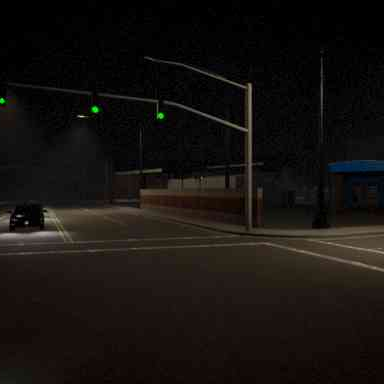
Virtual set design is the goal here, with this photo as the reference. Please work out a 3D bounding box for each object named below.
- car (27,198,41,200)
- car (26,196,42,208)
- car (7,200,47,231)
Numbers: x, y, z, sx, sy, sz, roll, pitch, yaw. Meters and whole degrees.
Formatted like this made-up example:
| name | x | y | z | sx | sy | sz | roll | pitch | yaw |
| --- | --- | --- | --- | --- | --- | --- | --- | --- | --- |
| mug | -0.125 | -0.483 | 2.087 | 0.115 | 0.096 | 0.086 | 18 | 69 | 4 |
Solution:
| name | x | y | z | sx | sy | sz | roll | pitch | yaw |
| --- | --- | --- | --- | --- | --- | --- | --- | --- | --- |
| car | -14.587 | 1.562 | 30.185 | 1.994 | 1.385 | 4.181 | 0 | 0 | -25 |
| car | -23.341 | 1.466 | 49.217 | 2.128 | 1.511 | 4.902 | 0 | 0 | -24 |
| car | -10.410 | 1.513 | 21.128 | 1.837 | 1.490 | 4.892 | 0 | 0 | -25 |
